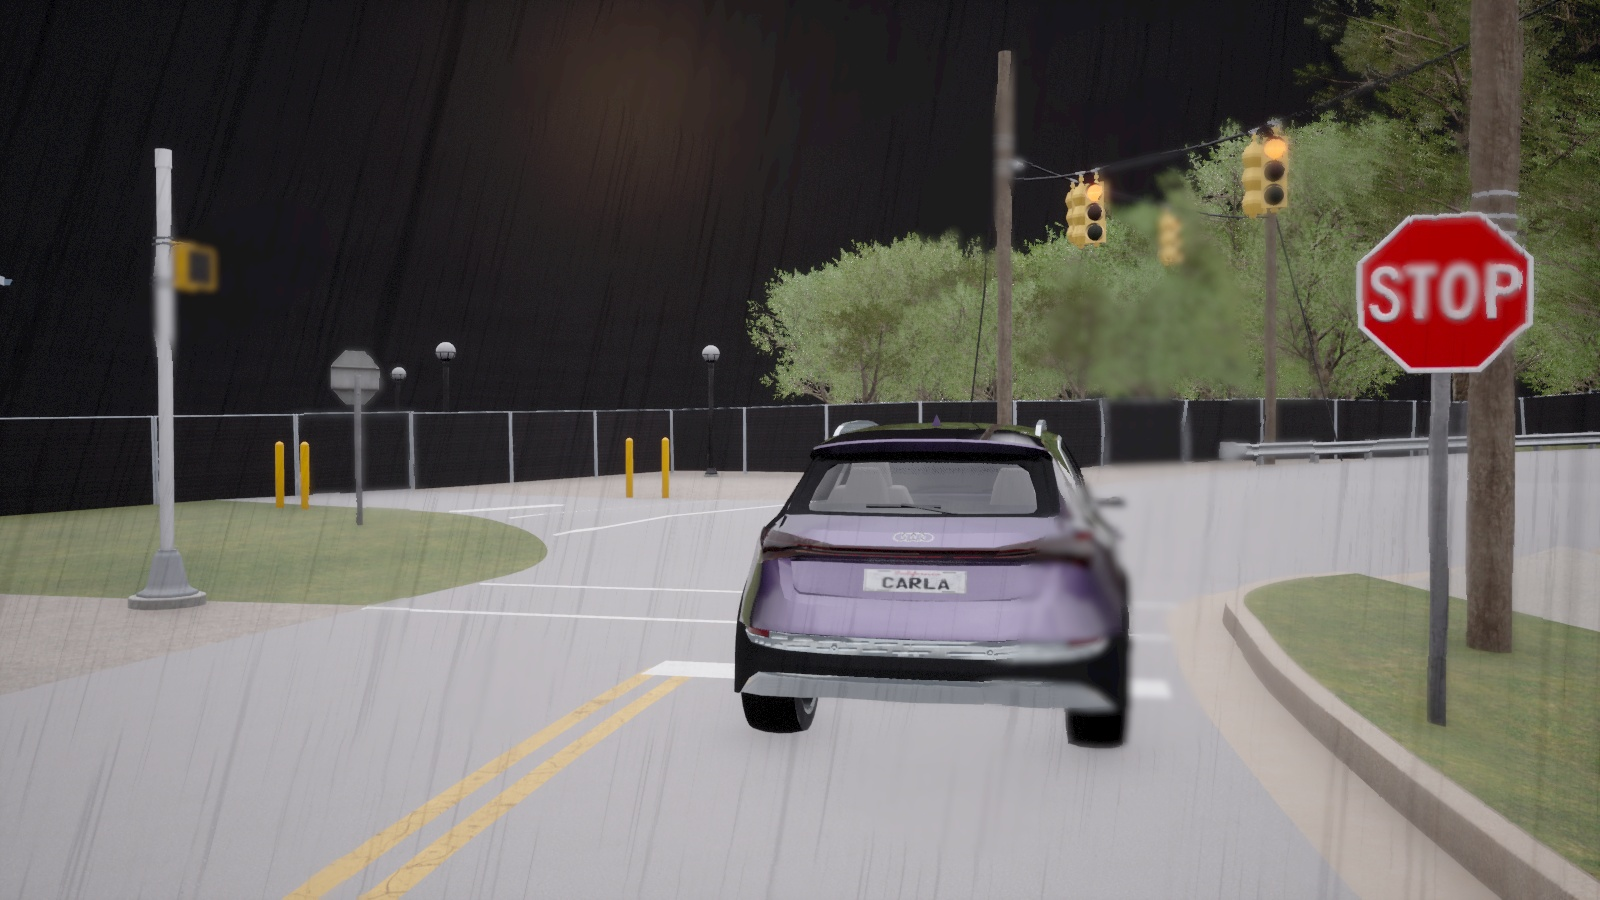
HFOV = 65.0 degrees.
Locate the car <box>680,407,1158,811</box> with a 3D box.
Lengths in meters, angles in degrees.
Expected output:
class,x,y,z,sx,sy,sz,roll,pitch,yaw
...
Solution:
class,x,y,z,sx,sy,sz,roll,pitch,yaw
car,0.983,0.633,7.710,2.033,1.649,4.856,0,0,12
